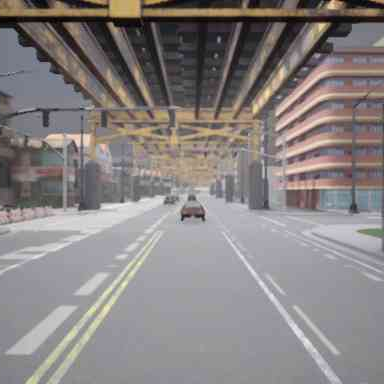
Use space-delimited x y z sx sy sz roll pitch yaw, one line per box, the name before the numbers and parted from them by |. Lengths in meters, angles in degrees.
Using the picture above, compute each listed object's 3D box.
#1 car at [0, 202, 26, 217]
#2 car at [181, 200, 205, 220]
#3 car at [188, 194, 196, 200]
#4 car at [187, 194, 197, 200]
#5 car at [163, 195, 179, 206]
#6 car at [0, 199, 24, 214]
car | -16.769 1.393 28.023 4.974 1.542 2.038 0 0 -20
car | 0.077 1.545 27.075 1.895 1.301 4.718 0 0 0
car | -0.024 1.166 80.765 1.837 1.490 4.892 0 1 0
car | -0.020 1.269 70.350 1.882 1.535 5.008 0 1 0
car | -3.575 1.391 53.684 1.837 1.490 4.892 0 0 0
car | -16.818 1.235 28.004 4.536 1.218 1.853 0 0 -20
